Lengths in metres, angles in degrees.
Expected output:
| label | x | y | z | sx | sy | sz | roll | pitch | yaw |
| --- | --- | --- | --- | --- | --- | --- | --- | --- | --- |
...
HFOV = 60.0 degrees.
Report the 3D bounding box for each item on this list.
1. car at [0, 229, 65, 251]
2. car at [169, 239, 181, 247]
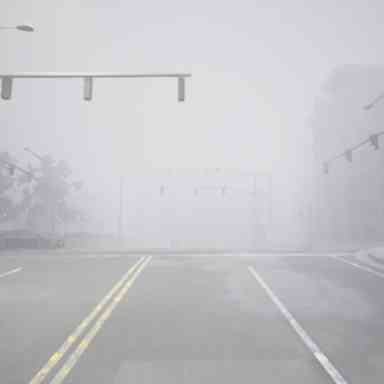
| label | x | y | z | sx | sy | sz | roll | pitch | yaw |
| --- | --- | --- | --- | --- | --- | --- | --- | --- | --- |
| car | -10.433 | 3.111 | 21.407 | 4.181 | 1.385 | 1.994 | 0 | -9 | 0 |
| car | -3.066 | 9.355 | 61.188 | 1.882 | 1.535 | 5.008 | 0 | -9 | 1 |
